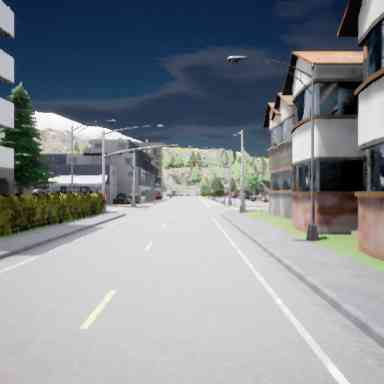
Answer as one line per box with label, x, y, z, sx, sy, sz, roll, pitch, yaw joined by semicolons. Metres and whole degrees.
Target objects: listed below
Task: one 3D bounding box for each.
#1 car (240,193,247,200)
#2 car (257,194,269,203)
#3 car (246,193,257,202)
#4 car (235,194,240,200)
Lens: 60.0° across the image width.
car;14.164;1.068;79.867;3.866;1.878;1.905;0;0;0
car;14.489;1.221;60.655;3.806;1.475;1.970;0;0;0
car;14.165;1.143;67.073;5.027;1.636;2.152;0;0;0
car;13.751;1.089;82.773;4.605;1.855;1.932;0;0;0
